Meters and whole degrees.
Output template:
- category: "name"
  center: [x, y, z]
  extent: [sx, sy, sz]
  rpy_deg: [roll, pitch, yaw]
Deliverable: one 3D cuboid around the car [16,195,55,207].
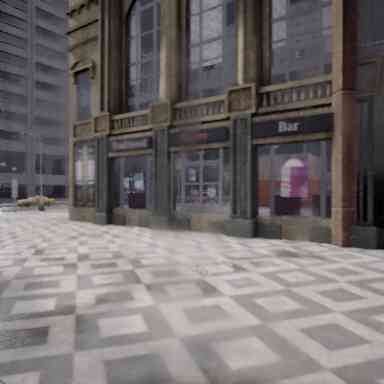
- category: "car"
  center: [-20.036, 1.117, 42.558]
  extent: [1.752, 1.417, 4.829]
  rpy_deg: [1, 2, 36]
